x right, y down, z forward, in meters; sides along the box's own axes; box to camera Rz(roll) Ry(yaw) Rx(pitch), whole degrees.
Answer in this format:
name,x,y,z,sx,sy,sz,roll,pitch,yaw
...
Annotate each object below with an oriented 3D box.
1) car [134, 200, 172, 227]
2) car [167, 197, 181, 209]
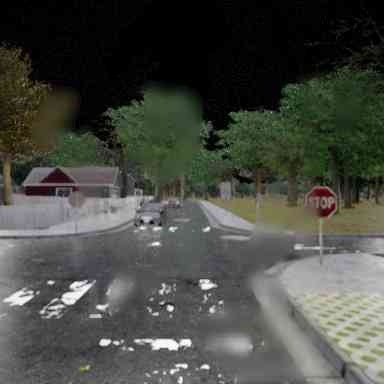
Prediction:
name,x,y,z,sx,sy,sz,roll,pitch,yaw
car,-2.780,1.536,23.031,2.128,1.511,4.902,0,0,1
car,-2.759,1.491,47.995,2.097,1.767,4.553,0,0,0
